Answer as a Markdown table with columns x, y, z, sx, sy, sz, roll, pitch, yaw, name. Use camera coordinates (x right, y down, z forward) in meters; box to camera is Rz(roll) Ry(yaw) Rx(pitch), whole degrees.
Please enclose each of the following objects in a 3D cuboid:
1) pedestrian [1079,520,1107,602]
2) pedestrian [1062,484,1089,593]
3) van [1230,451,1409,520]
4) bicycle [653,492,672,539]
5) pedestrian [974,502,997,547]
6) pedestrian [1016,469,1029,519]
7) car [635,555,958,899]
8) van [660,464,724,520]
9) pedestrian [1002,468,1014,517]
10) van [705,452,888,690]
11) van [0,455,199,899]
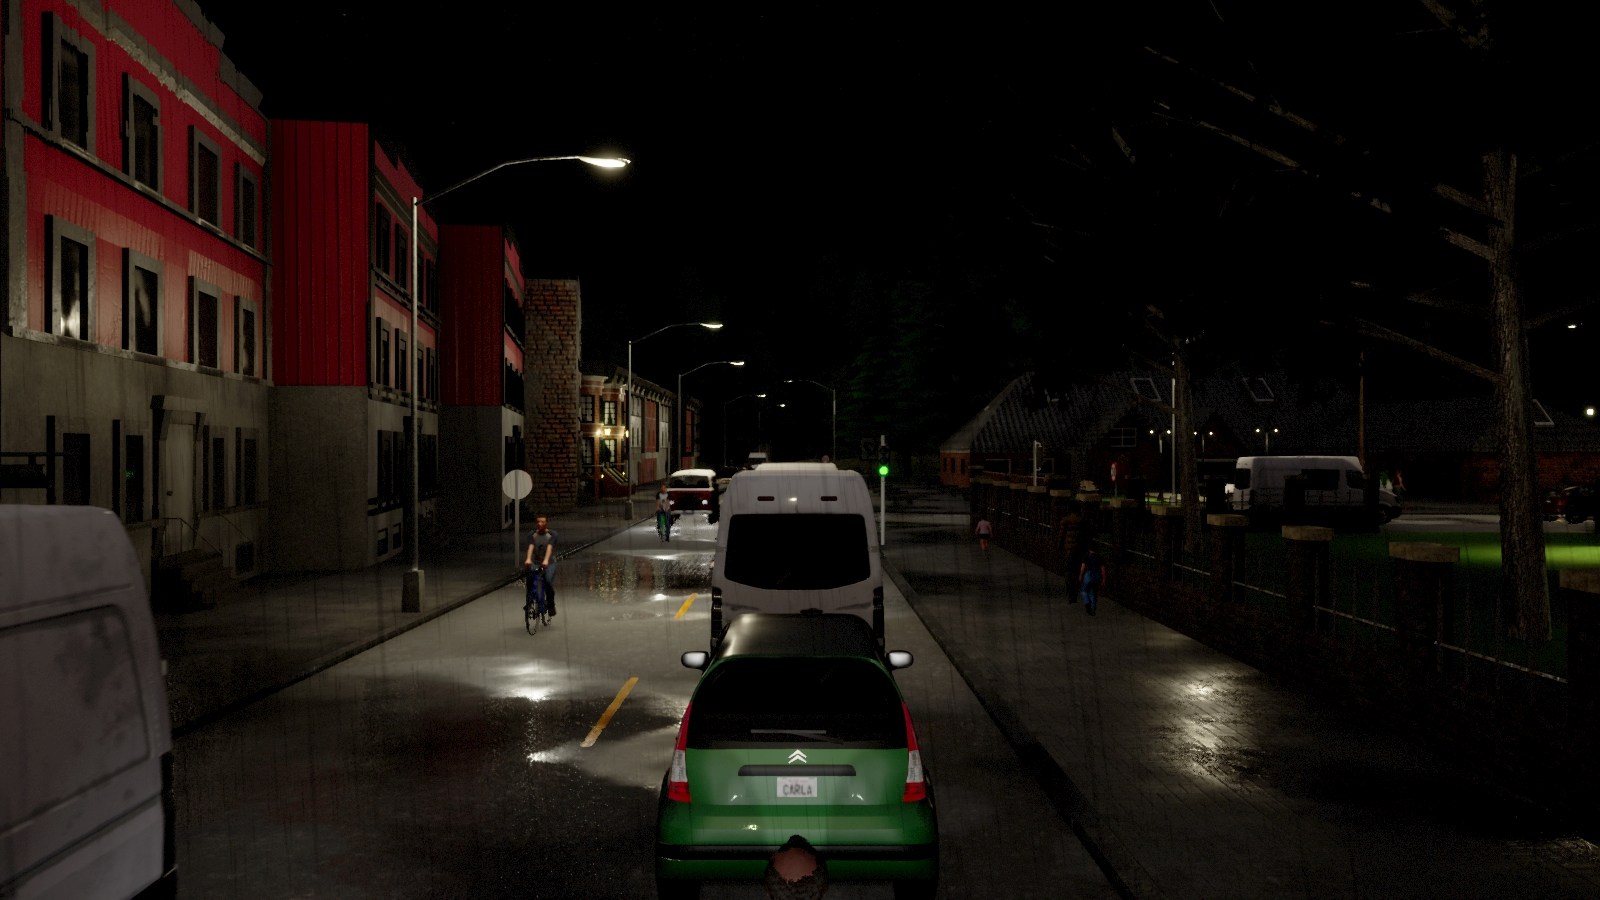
| x | y | z | sx | sy | sz | roll | pitch | yaw | name |
| --- | --- | --- | --- | --- | --- | --- | --- | --- | --- |
| 4.766 | 1.805 | 18.593 | 0.375 | 1.300 | 0.375 | 0 | 0 | 0 | pedestrian |
| 4.758 | 1.525 | 19.758 | 0.375 | 1.860 | 0.375 | 0 | 0 | 1 | pedestrian |
| 19.716 | 1.315 | 43.541 | 5.915 | 2.561 | 1.988 | 0 | 0 | 1 | van |
| -4.079 | 1.936 | 34.061 | 0.373 | 1.296 | 1.643 | 0 | 0 | 0 | bicycle |
| 4.740 | 1.904 | 29.263 | 0.500 | 1.100 | 0.500 | 0 | 0 | 0 | pedestrian |
| 8.283 | 1.629 | 42.544 | 0.375 | 1.860 | 0.375 | 0 | 0 | -2 | pedestrian |
| -0.023 | 1.779 | 8.527 | 1.851 | 1.617 | 3.988 | 0 | 0 | 0 | car |
| -4.102 | 1.564 | 44.148 | 2.069 | 2.038 | 4.480 | 0 | 0 | 0 | van |
| 8.024 | 1.629 | 44.098 | 0.375 | 1.860 | 0.375 | 0 | 0 | -5 | pedestrian |
| -0.048 | 1.314 | 15.314 | 1.988 | 2.561 | 5.915 | 0 | 0 | 0 | van |
| -4.020 | 1.314 | 2.802 | 1.988 | 2.561 | 5.915 | 0 | 0 | 0 | van |
